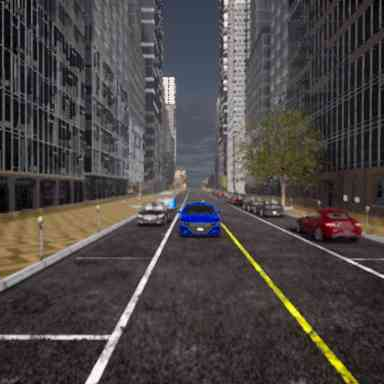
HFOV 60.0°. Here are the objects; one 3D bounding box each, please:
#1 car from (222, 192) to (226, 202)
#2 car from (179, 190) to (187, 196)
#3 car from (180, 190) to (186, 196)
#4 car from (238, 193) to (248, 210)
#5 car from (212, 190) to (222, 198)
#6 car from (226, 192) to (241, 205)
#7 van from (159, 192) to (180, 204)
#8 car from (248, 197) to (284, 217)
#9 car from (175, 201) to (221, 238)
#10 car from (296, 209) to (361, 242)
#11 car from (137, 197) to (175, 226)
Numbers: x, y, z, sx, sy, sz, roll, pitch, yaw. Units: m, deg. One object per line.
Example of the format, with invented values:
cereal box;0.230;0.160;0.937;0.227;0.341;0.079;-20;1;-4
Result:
car;6.013;0.746;49.162;1.967;1.590;4.097;0;1;0
car;-2.392;0.234;89.008;1.802;1.307;4.206;0;1;0
car;-2.388;0.290;83.315;1.887;1.381;4.507;0;1;0
car;6.024;1.116;32.088;2.008;1.369;4.403;0;1;0
car;5.999;0.497;71.931;1.887;1.381;4.507;0;1;0
car;6.017;0.833;43.470;1.967;1.590;4.097;0;1;0
van;-2.356;0.883;32.083;1.690;1.788;3.998;0;1;0
car;6.027;1.200;26.396;2.008;1.369;4.403;0;1;0
car;0.343;1.251;16.440;1.882;1.535;5.008;0;1;0
car;6.034;1.392;15.013;1.802;1.307;4.206;0;1;0
car;-2.350;1.258;20.702;2.008;1.369;4.403;0;1;0
